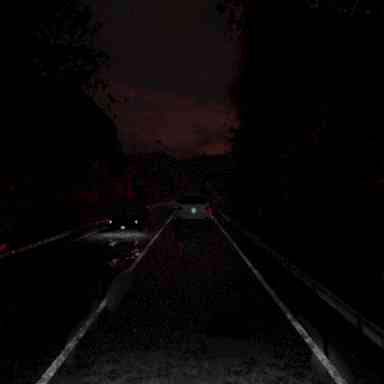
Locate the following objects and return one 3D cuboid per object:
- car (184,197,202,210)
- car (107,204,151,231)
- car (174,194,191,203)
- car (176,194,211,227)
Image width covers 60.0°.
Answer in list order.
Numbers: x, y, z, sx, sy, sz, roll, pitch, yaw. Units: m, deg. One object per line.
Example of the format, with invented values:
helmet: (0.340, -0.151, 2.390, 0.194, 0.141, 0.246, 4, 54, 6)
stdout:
car: (0.202, 1.349, 41.061, 2.033, 1.411, 5.357, 0, 0, 2)
car: (-3.600, 1.452, 19.985, 2.033, 1.411, 5.357, 0, 0, 0)
car: (-1.688, 1.221, 60.835, 2.128, 1.511, 4.902, -1, 0, 9)
car: (0.099, 1.118, 22.013, 2.150, 2.045, 5.566, 0, 0, 0)
